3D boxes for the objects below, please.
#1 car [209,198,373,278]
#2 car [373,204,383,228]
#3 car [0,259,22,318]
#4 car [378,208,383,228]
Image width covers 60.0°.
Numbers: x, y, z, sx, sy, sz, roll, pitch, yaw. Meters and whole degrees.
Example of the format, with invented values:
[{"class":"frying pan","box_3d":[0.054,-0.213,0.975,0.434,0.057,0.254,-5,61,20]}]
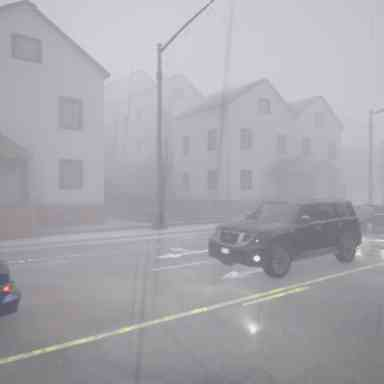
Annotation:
[{"class":"car","box_3d":[3.139,1.221,10.512,5.566,2.045,2.150,0,0,-35]},{"class":"car","box_3d":[10.466,1.514,19.934,4.892,1.490,1.837,0,0,-35]},{"class":"car","box_3d":[-5.341,1.547,4.474,5.357,1.411,2.033,0,0,-35]},{"class":"car","box_3d":[11.295,1.564,16.258,4.181,1.385,1.994,0,0,-35]}]
